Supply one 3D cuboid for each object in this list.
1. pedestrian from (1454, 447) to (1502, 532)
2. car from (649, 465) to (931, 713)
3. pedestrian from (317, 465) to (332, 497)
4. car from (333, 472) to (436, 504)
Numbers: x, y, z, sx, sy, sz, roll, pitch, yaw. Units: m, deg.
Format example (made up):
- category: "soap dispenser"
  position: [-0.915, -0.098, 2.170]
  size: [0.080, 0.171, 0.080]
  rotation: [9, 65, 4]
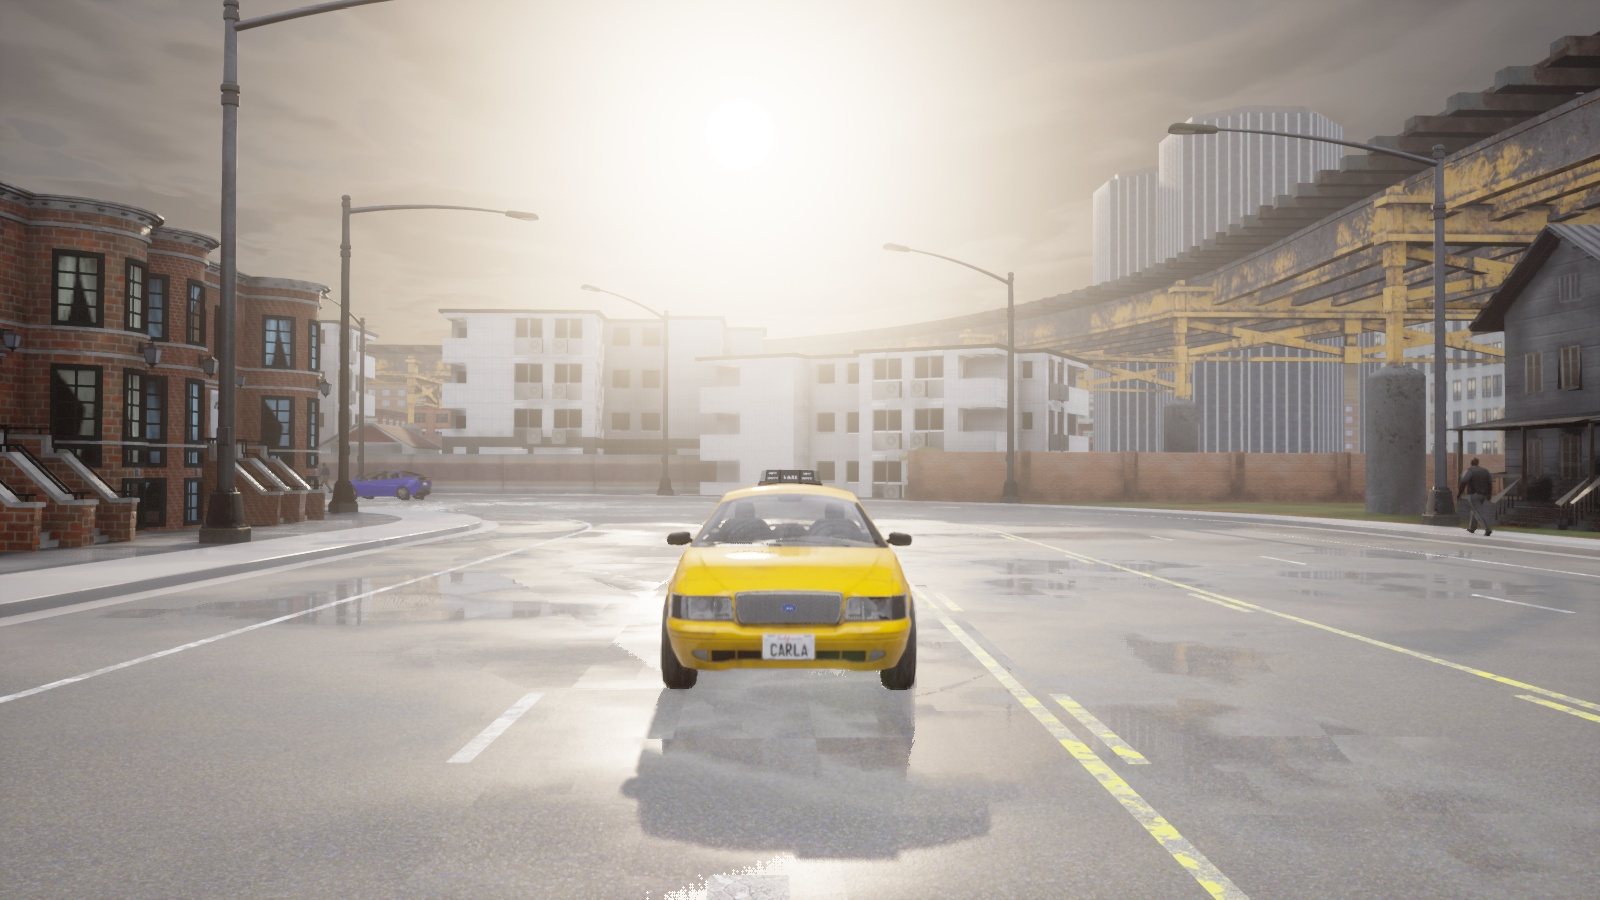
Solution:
- category: "pedestrian"
  position: [15.371, 0.885, 28.483]
  size: [0.563, 1.883, 0.849]
  rotation: [0, -1, -4]
- category: "car"
  position: [-0.080, 0.933, 10.715]
  size: [1.801, 1.575, 5.366]
  rotation: [0, -1, 0]
- category: "pedestrian"
  position: [-27.355, 1.790, 72.289]
  size: [0.726, 1.835, 0.370]
  rotation: [0, -1, 1]
- category: "car"
  position: [-20.920, 1.904, 63.241]
  size: [4.514, 1.525, 2.007]
  rotation: [0, -1, 11]
